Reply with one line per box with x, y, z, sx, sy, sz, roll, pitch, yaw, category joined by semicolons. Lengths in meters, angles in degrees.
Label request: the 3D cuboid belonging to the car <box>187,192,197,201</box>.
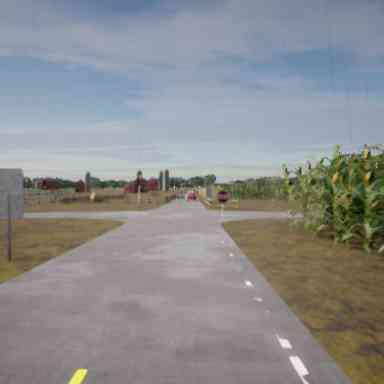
0.005;1.122;77.607;2.150;2.045;5.566;0;0;0;car

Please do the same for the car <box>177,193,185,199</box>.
-2.745;1.054;82.985;2.033;1.411;5.357;0;0;0;car

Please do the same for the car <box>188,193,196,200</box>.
0.006;1.156;87.968;2.097;1.767;4.553;0;0;0;car
